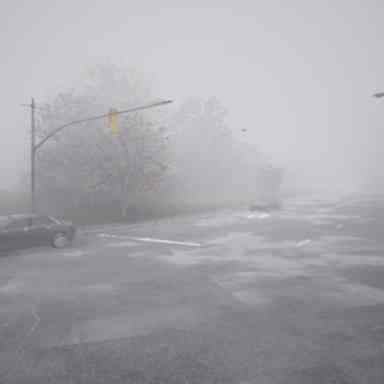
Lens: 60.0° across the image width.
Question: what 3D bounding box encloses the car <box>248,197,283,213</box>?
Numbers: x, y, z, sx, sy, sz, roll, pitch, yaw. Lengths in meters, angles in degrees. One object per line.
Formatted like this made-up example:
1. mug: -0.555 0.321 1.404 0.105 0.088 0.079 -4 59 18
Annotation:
1. car: 7.606 1.255 33.802 2.033 1.411 5.357 -1 2 35

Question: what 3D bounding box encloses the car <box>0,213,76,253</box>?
1. car: -6.971 1.642 13.109 1.837 1.490 4.892 -1 0 35
